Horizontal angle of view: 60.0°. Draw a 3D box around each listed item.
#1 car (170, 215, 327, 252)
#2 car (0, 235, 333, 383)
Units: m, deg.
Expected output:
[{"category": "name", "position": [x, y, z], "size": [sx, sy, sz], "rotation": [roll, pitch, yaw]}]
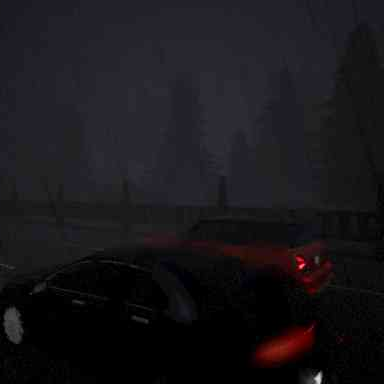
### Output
[{"category": "car", "position": [0.734, 1.341, 7.767], "size": [4.553, 1.767, 2.097], "rotation": [0, 0, 36]}, {"category": "car", "position": [-0.774, 1.495, 4.544], "size": [4.892, 1.490, 1.837], "rotation": [0, 0, 35]}]
